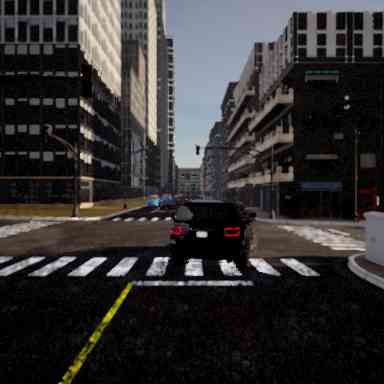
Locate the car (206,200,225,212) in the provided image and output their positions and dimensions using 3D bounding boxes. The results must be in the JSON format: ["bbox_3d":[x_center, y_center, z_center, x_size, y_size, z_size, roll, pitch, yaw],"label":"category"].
[{"bbox_3d":[2.684,1.618,39.515,1.947,1.339,4.313,0,0,0],"label":"car"}]

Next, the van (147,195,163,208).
[{"bbox_3d":[-5.699,1.408,49.480,1.690,1.788,3.998,0,0,0],"label":"van"}]

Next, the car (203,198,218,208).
[{"bbox_3d":[2.682,1.611,49.482,1.887,1.381,4.507,0,0,0],"label":"car"}]

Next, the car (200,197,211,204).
[{"bbox_3d":[2.680,1.644,66.445,2.008,1.369,4.403,0,0,0],"label":"car"}]

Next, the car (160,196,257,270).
[{"bbox_3d":[0.947,1.271,11.507,2.150,2.045,5.566,0,-1,15],"label":"car"}]

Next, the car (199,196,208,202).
[{"bbox_3d":[2.679,1.656,77.752,1.887,1.381,4.507,0,0,0],"label":"car"}]

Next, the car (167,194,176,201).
[{"bbox_3d":[-5.704,1.456,94.715,2.192,1.841,5.009,0,0,0],"label":"car"}]

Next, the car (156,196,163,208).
[{"bbox_3d":[-3.100,1.605,43.380,2.033,1.411,5.357,0,0,0],"label":"car"}]

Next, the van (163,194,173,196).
[{"bbox_3d":[-5.702,1.444,72.097,1.690,1.788,3.998,0,0,0],"label":"van"}]
